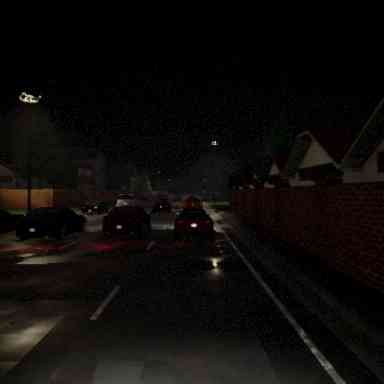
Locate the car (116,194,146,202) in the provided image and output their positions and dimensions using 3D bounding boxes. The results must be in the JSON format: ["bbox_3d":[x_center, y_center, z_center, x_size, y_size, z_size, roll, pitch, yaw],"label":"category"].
[{"bbox_3d":[-6.910,1.242,36.966,2.150,2.045,5.566,0,0,0],"label":"car"}]

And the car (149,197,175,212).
[{"bbox_3d":[-3.411,1.586,38.451,1.994,1.385,4.181,0,0,0],"label":"car"}]

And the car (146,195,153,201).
[{"bbox_3d":[-10.521,1.531,74.692,1.837,1.490,4.892,0,0,0],"label":"car"}]

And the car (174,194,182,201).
[{"bbox_3d":[-3.524,1.396,85.113,1.837,1.490,4.892,0,0,0],"label":"car"}]

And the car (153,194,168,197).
[{"bbox_3d":[-7.021,1.531,74.693,1.837,1.490,4.892,0,0,0],"label":"car"}]

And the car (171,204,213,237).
[{"bbox_3d":[0.095,1.574,17.961,1.994,1.385,4.181,0,0,0],"label":"car"}]

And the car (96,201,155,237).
[{"bbox_3d":[-3.405,1.488,18.041,1.882,1.535,5.008,0,0,0],"label":"car"}]

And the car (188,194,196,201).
[{"bbox_3d":[-0.024,1.374,85.114,1.882,1.535,5.008,0,0,0],"label":"car"}]

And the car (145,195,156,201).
[{"bbox_3d":[-10.524,1.421,85.111,2.128,1.511,4.902,0,0,0],"label":"car"}]

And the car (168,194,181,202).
[{"bbox_3d":[-3.521,1.556,74.694,2.128,1.511,4.902,0,0,0],"label":"car"}]

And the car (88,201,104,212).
[{"bbox_3d":[-10.412,1.621,36.144,1.895,1.301,4.718,0,0,0],"label":"car"}]

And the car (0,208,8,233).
[{"bbox_3d":[-10.405,1.487,16.909,1.882,1.535,5.008,0,0,0],"label":"car"}]

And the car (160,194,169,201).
[{"bbox_3d":[-7.024,1.396,85.112,1.837,1.490,4.892,0,0,0],"label":"car"}]

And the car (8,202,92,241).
[{"bbox_3d":[-6.905,1.487,16.840,1.882,1.535,5.008,0,0,0],"label":"car"}]

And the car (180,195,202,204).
[{"bbox_3d":[0.088,1.373,37.372,2.097,1.767,4.553,0,0,0],"label":"car"}]

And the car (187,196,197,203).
[{"bbox_3d":[-0.021,1.571,74.695,2.033,1.411,5.357,0,0,0],"label":"car"}]
